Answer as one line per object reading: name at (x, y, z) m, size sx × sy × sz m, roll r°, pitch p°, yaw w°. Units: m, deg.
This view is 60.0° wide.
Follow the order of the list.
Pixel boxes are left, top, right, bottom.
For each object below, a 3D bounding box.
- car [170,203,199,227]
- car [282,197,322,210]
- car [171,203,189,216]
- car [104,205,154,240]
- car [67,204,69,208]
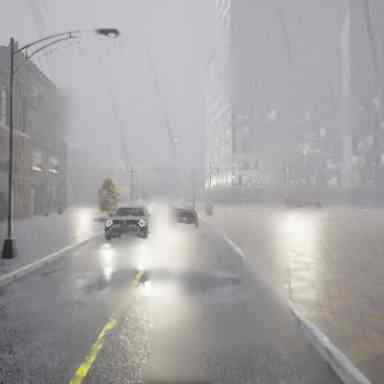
car at (-0.582, 1.672, 24.383) m, size 1.882 × 1.535 × 5.008 m, roll 0°, pitch -1°, yaw -3°
car at (14.457, 1.525, 43.848) m, size 5.009 × 1.841 × 2.192 m, roll 0°, pitch -2°, yaw 16°
car at (-1.415, 1.898, 37.393) m, size 1.895 × 1.301 × 4.718 m, roll 0°, pitch 0°, yaw -4°
car at (-3.226, 1.493, 17.718) m, size 2.097 × 1.767 × 4.553 m, roll 0°, pitch 0°, yaw -2°
car at (-22.283, 1.990, 54.396) m, size 4.313 × 1.339 × 1.947 m, roll 0°, pitch -2°, yaw 16°
